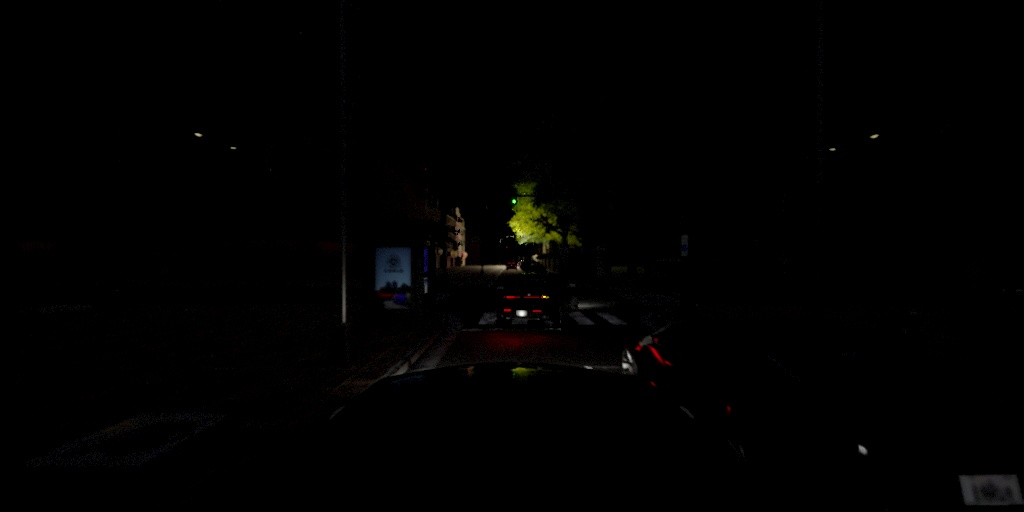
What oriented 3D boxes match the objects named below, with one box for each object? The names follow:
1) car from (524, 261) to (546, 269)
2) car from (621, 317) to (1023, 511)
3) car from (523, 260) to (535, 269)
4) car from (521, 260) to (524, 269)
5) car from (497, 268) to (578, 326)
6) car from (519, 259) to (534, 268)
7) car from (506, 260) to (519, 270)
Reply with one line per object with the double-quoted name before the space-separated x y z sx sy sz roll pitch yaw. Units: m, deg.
"car" 2.595 1.496 36.553 2.007 1.370 4.403 0 0 0
"car" 2.634 1.326 4.041 1.948 1.339 4.313 0 0 0
"car" 2.588 1.511 42.172 1.751 1.417 4.829 0 0 0
"car" 2.582 1.579 47.453 2.007 1.370 4.403 0 0 0
"car" 0.953 1.311 11.995 1.837 1.490 4.892 -1 -1 17
"car" 2.575 1.391 52.902 2.192 1.841 5.009 0 0 0
"car" -0.023 1.751 61.016 1.895 1.301 4.718 0 -1 0
